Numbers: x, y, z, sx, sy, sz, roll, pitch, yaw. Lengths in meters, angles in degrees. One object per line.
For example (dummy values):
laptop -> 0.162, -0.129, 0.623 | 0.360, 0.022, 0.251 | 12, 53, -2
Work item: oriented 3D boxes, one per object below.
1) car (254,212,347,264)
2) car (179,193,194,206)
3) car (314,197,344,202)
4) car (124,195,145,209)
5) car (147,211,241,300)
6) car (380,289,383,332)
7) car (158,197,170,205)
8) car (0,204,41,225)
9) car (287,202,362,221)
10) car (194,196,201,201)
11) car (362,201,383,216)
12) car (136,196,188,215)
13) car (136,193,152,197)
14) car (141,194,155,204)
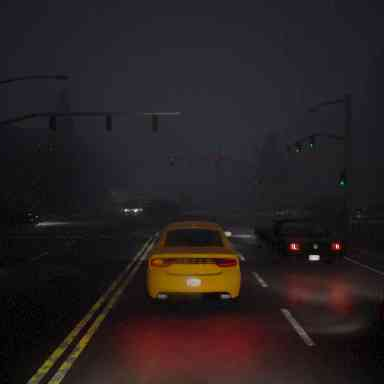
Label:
car -> 3.502, 1.601, 11.795 | 1.895, 1.301, 4.718 | 0, 0, -1
car -> -1.258, 1.221, 56.800 | 2.150, 2.045, 5.566 | 0, 0, -1
car -> 14.083, 1.352, 35.560 | 4.553, 1.767, 2.097 | 0, 0, -2
car -> -8.208, 1.564, 46.431 | 1.994, 1.385, 4.181 | 0, 0, -1
car -> 0.034, 1.478, 8.471 | 1.882, 1.535, 5.008 | 0, 0, 0
car -> 3.597, 1.478, 2.706 | 1.882, 1.535, 5.008 | 0, 0, 0
car -> -5.029, 1.564, 59.772 | 1.994, 1.385, 4.181 | 0, 0, -1
car -> -12.940, 1.564, 23.399 | 4.181, 1.385, 1.994 | 0, 0, -2
car -> 9.604, 1.601, 24.693 | 4.718, 1.301, 1.895 | 0, 0, -2
car -> 1.306, 1.595, 88.208 | 1.895, 1.301, 4.718 | 0, 0, -1
car -> 18.773, 1.547, 32.194 | 5.357, 1.411, 2.033 | 0, 0, -2
car -> -2.916, 1.491, 33.383 | 2.128, 1.511, 4.902 | 1, 0, 34
car -> -8.441, 1.221, 55.750 | 2.150, 2.045, 5.566 | 0, 0, -1
car -> -8.642, 1.352, 65.550 | 2.097, 1.767, 4.553 | 0, 0, -1
